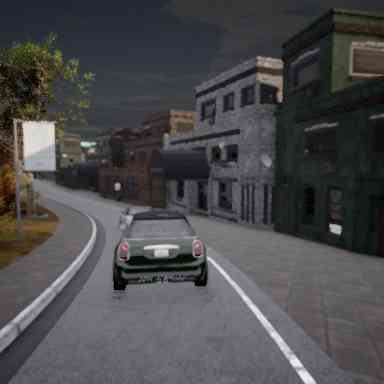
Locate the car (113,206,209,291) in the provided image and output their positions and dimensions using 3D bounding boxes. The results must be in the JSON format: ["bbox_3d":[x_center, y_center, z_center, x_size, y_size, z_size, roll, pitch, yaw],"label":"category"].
[{"bbox_3d":[-0.931,1.286,9.105,2.097,1.767,4.553,-1,0,-8],"label":"car"}]

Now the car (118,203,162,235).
[{"bbox_3d":[-3.143,1.454,19.293,1.895,1.301,4.718,-1,1,-17],"label":"car"}]
